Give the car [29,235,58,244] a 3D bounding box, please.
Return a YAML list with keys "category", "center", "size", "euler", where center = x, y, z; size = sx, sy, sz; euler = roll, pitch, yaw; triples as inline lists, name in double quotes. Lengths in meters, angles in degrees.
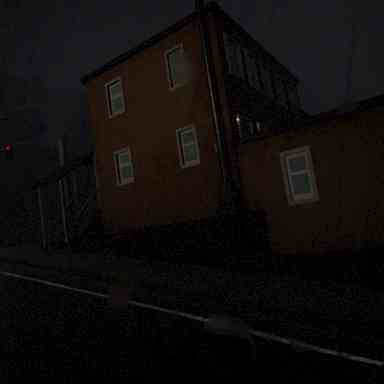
- category: "car"
  center: [-12.104, 4.593, 29.484]
  size: [2.128, 1.511, 4.902]
  euler: [-13, -12, 35]
